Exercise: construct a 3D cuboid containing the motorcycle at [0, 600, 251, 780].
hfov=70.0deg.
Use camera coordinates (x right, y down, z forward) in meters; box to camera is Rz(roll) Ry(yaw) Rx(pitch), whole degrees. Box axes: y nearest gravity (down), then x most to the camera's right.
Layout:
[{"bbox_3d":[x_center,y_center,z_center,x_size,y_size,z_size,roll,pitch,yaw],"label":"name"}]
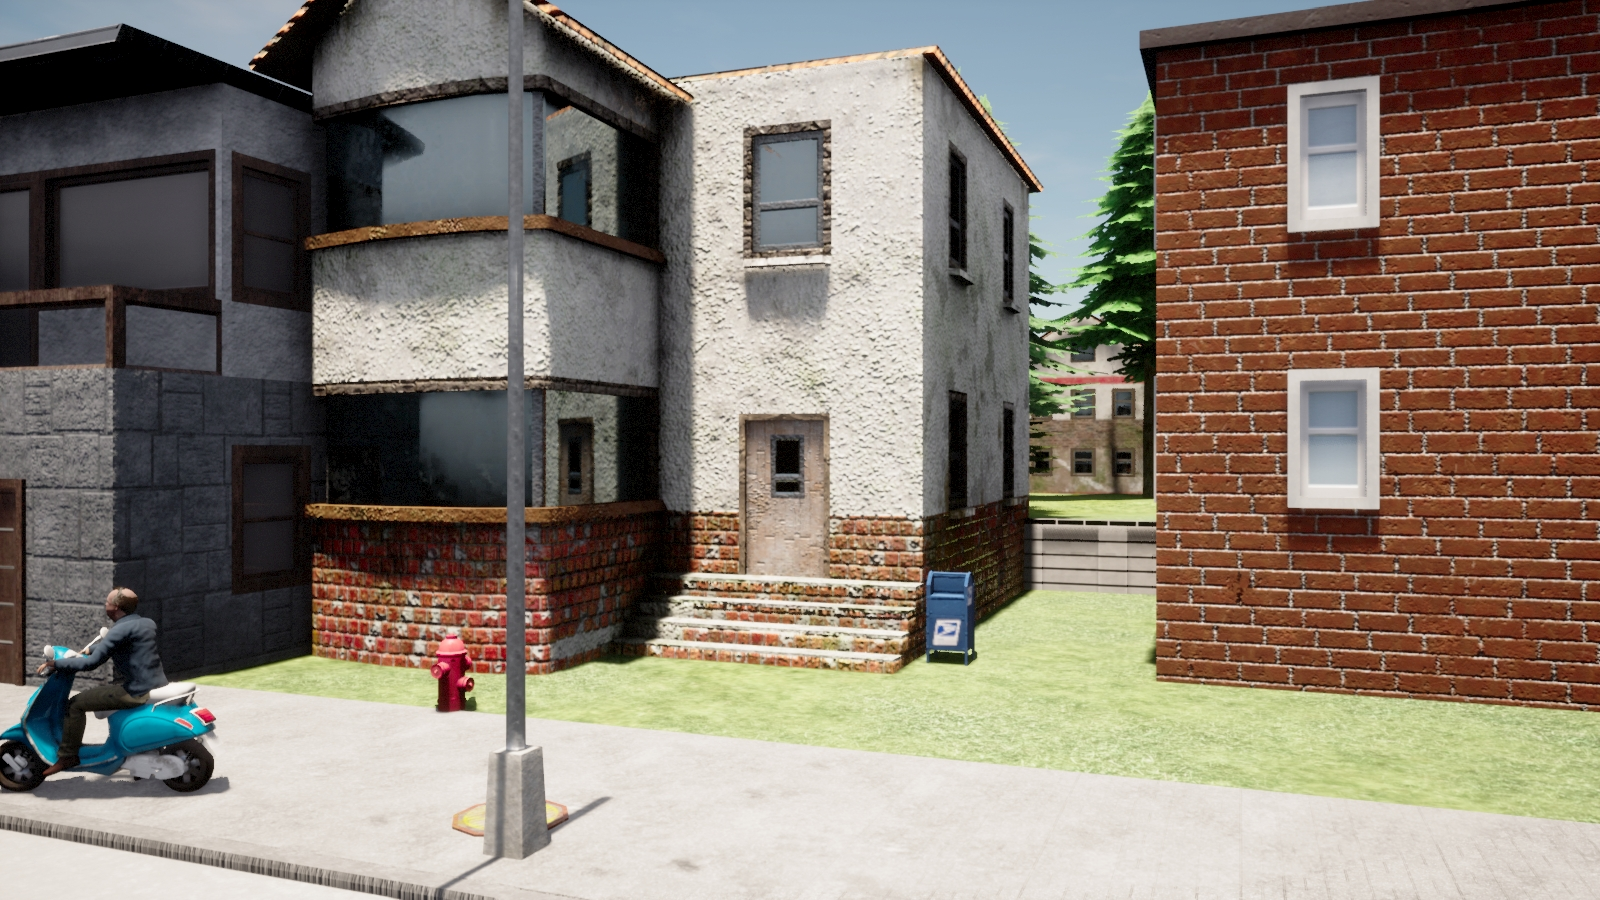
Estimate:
[{"bbox_3d":[-5.442,1.858,9.019,1.805,1.236,0.856,0,0,1],"label":"motorcycle"}]
